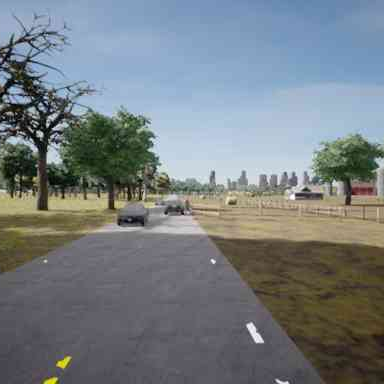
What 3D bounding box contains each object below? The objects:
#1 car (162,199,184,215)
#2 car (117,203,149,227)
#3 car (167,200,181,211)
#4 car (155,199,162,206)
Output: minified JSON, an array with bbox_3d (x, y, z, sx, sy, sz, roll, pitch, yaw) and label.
[{"bbox_3d":[-1.983,1.592,37.380,2.097,1.767,4.553,0,-1,-3],"label":"car"},{"bbox_3d":[-4.239,1.608,24.411,1.882,1.535,5.008,0,0,-3],"label":"car"},{"bbox_3d":[-2.538,1.854,47.559,1.837,1.490,4.892,0,-1,-3],"label":"car"},{"bbox_3d":[-6.361,2.086,66.050,2.128,1.511,4.902,0,-1,-2],"label":"car"}]
